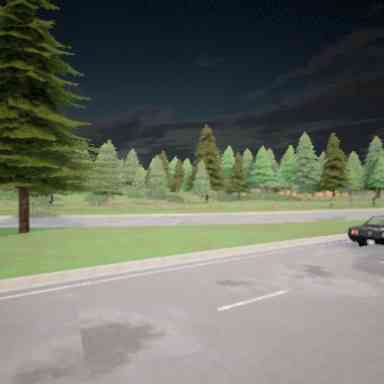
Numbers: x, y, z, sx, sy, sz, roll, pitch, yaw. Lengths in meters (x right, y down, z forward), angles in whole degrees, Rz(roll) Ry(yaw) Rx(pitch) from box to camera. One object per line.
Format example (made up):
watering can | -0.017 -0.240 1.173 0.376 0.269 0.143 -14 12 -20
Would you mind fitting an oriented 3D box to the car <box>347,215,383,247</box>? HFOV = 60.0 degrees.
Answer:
car | 8.643 1.591 13.748 4.718 1.301 1.895 0 0 -32
